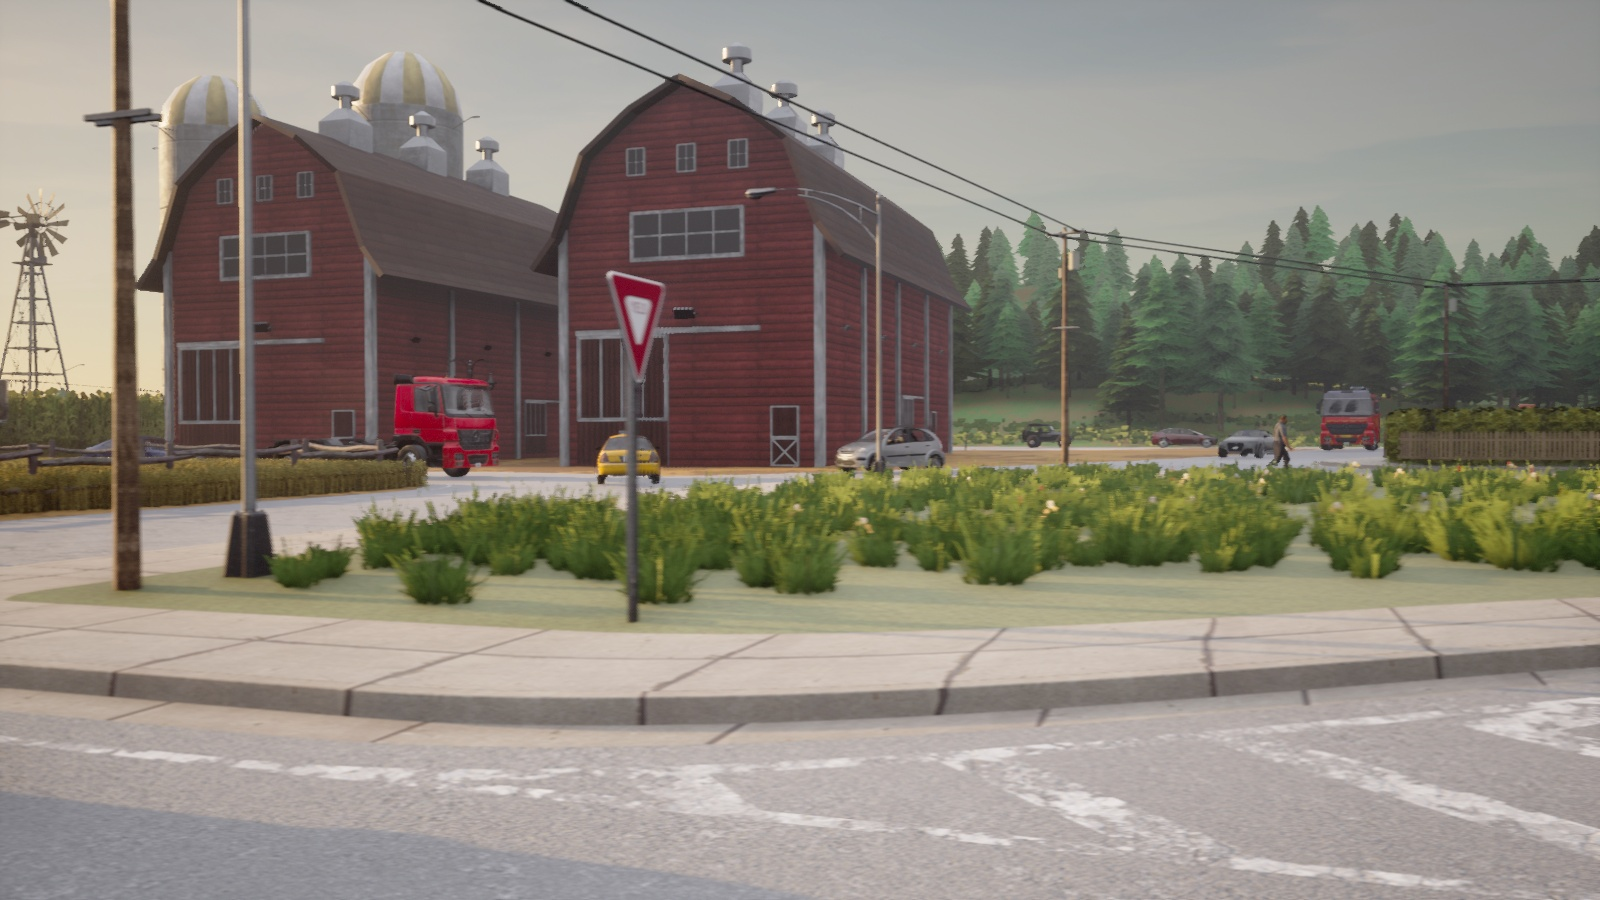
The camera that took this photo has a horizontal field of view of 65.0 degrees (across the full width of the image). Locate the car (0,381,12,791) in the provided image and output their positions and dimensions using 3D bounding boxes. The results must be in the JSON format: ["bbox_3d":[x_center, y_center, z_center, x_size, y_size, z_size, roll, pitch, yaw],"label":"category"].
[{"bbox_3d":[-5.914,0.580,5.178,4.553,1.767,2.097,1,1,19],"label":"car"}]

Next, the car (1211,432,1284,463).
[{"bbox_3d":[21.793,-0.147,61.017,1.994,1.385,4.181,1,1,40],"label":"car"}]

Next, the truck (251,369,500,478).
[{"bbox_3d":[-14.419,-0.894,42.711,7.936,3.462,2.891,1,1,20],"label":"truck"}]

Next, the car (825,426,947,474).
[{"bbox_3d":[3.034,-0.021,44.100,3.988,1.617,1.851,-1,1,-36],"label":"car"}]

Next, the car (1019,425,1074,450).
[{"bbox_3d":[18.723,-0.973,95.262,3.866,1.878,1.905,1,1,20],"label":"car"}]

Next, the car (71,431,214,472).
[{"bbox_3d":[-23.899,0.031,45.660,4.674,1.442,1.812,1,1,16],"label":"car"}]

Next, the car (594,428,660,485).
[{"bbox_3d":[-5.214,0.132,37.505,1.801,1.575,5.366,0,1,-9],"label":"car"}]

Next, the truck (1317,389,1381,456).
[{"bbox_3d":[33.517,-1.651,76.495,2.891,3.827,8.468,1,1,28],"label":"truck"}]

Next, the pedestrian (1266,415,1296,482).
[{"bbox_3d":[13.350,-0.040,34.894,0.694,1.848,0.540,0,1,13],"label":"pedestrian"}]

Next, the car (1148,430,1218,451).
[{"bbox_3d":[28.043,-0.680,91.930,4.792,1.488,2.163,1,1,20],"label":"car"}]
